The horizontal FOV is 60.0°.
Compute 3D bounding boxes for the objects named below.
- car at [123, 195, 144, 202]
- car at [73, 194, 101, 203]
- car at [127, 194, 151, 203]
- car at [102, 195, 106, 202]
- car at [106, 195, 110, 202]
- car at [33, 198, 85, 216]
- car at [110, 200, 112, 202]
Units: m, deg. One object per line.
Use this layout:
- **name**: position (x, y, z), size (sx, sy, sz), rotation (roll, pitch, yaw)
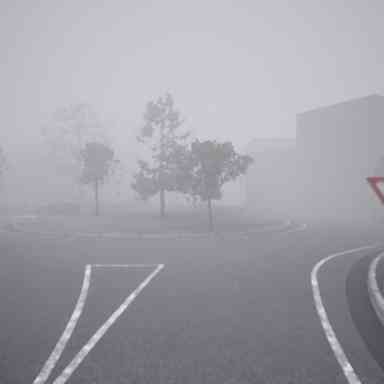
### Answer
- **car**: position (-12.673, 1.554, 75.951), size (4.553, 1.767, 2.185), rotation (0, -1, -2)
- **car**: position (-24.960, 1.461, 77.623), size (5.566, 2.045, 2.435), rotation (0, -1, -2)
- **car**: position (-12.913, 1.559, 81.901), size (5.566, 2.045, 2.435), rotation (0, -2, -2)
- **car**: position (-25.182, 1.585, 83.080), size (5.566, 2.045, 2.435), rotation (0, -1, -2)
- **car**: position (-25.603, 1.997, 88.776), size (5.366, 1.575, 1.946), rotation (0, -2, -2)
- **car**: position (-13.134, 1.578, 32.477), size (1.994, 1.385, 4.181), rotation (0, -1, 43)
- **car**: position (-25.699, 2.084, 91.434), size (5.366, 1.575, 1.946), rotation (0, -2, -2)
